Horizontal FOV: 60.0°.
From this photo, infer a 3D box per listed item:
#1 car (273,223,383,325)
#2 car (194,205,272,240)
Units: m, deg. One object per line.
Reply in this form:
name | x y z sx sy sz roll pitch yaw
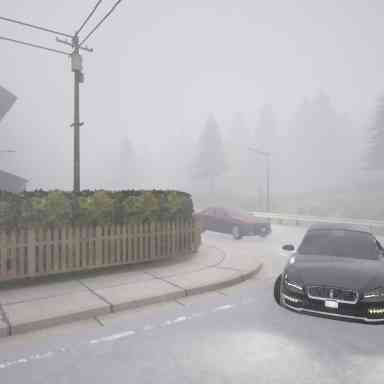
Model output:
car | 3.266 1.505 7.373 1.837 1.490 4.892 0 0 27
car | 1.969 1.478 17.509 1.882 1.535 5.008 0 0 -33
